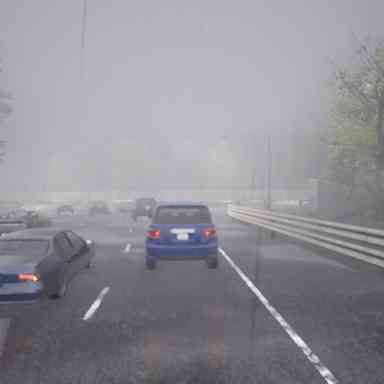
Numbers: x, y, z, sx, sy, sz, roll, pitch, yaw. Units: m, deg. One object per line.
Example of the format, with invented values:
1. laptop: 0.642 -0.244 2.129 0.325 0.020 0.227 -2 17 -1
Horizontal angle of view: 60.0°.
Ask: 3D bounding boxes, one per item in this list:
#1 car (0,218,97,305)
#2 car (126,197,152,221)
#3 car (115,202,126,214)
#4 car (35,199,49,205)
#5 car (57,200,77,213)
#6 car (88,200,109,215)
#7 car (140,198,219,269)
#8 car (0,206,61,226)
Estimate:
1. car: -3.826 1.643 8.497 2.033 1.411 5.357 0 -1 -5
2. car: -4.465 1.520 30.512 2.150 2.045 5.566 0 -1 -15
3. car: -8.532 1.988 42.389 1.994 1.385 4.181 0 -1 -21
4. car: -38.210 2.494 84.500 4.181 1.385 1.994 -1 -1 41
5. car: -16.319 1.989 42.829 1.812 1.442 4.674 0 -1 -24
6. car: -11.172 1.763 39.551 2.097 1.767 4.553 0 -1 -21
7. car: -0.390 1.332 11.765 2.150 2.045 5.566 0 0 -3
8. car: -8.484 1.684 16.881 2.128 1.511 4.902 0 -1 -9
